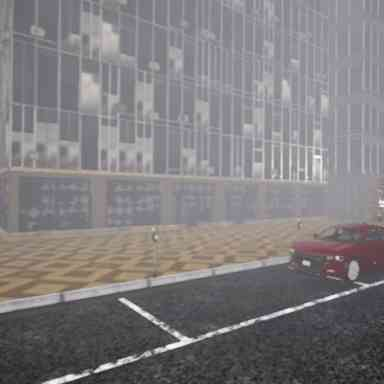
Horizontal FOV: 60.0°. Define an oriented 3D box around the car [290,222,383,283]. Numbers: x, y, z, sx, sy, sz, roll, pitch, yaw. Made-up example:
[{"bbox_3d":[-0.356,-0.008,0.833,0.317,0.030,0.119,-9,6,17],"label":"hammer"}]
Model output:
[{"bbox_3d":[4.823,1.634,9.999,4.507,1.381,1.887,1,0,-36],"label":"car"}]
